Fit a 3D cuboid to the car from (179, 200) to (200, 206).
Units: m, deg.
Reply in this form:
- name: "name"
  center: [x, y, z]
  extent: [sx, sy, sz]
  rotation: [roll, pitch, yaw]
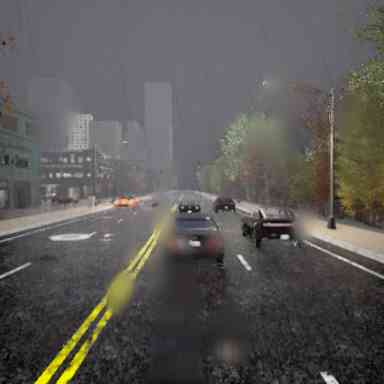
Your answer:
- name: "car"
  center: [-0.223, 1.341, 29.747]
  extent: [1.895, 1.301, 4.718]
  rotation: [0, 0, -1]

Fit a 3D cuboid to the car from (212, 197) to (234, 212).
- name: "car"
  center: [2.994, 1.199, 31.802]
  extent: [1.882, 1.535, 5.008]
  rotation: [0, 0, -1]

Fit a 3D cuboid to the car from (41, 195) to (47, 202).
- name: "car"
  center: [-29.151, 1.271, 62.740]
  extent: [4.403, 1.369, 2.008]
  rotation: [-1, 2, -1]

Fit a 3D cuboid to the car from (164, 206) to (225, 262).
- name: "car"
  center: [0.050, 1.444, 11.627]
  extent: [2.033, 1.411, 5.357]
  rotation: [0, 1, -1]

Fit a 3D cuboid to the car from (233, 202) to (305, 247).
- name: "car"
  center: [3.262, 1.365, 14.198]
  extent: [2.128, 1.511, 4.902]
  rotation: [0, 0, -1]

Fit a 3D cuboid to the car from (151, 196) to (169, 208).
- name: "car"
  center: [-3.804, 1.195, 40.503]
  extent: [2.033, 1.411, 5.357]
  rotation: [0, 0, 0]

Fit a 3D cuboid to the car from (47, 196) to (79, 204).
- name: "car"
  center: [-20.681, 1.346, 54.365]
  extent: [4.313, 1.339, 1.947]
  rotation: [-1, 2, -1]

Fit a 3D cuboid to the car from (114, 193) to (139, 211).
- name: "car"
  center: [-7.004, 1.038, 35.953]
  extent: [2.097, 1.767, 4.553]
  rotation: [0, 1, -1]
